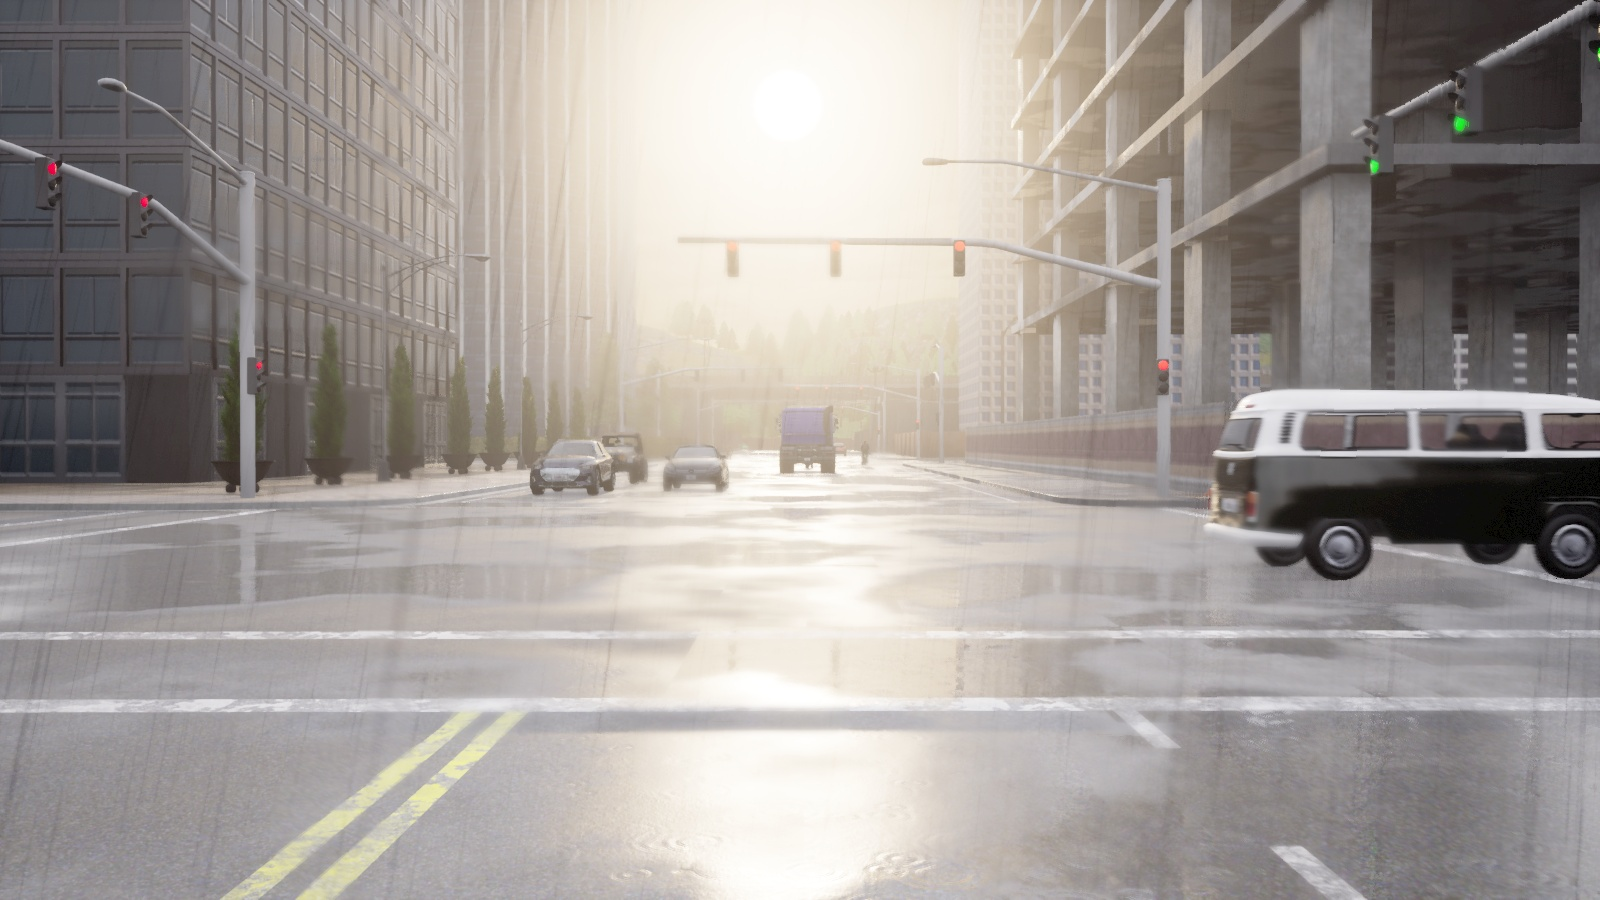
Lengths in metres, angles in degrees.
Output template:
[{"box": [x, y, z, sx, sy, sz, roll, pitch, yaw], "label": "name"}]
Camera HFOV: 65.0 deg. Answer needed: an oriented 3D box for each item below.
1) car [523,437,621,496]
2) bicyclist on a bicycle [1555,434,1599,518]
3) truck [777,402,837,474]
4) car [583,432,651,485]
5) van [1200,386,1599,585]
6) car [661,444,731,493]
[{"box": [-6.774, 0.457, 37.851, 2.033, 1.649, 4.856, 0, 0, 0], "label": "car"}, {"box": [15.731, 0.502, 24.463, 1.509, 1.612, 0.866, 0, 0, 0], "label": "bicyclist on a bicycle"}, {"box": [0.376, -0.599, 64.556, 2.891, 3.462, 7.936, 0, 0, 0], "label": "truck"}, {"box": [-6.726, 0.274, 46.513, 1.905, 1.878, 3.866, 0, 0, 0], "label": "car"}, {"box": [7.015, 0.357, 13.961, 4.480, 2.038, 2.069, 0, 0, 0], "label": "van"}, {"box": [-3.261, 0.543, 40.083, 1.812, 1.442, 4.674, 0, 0, 0], "label": "car"}]
